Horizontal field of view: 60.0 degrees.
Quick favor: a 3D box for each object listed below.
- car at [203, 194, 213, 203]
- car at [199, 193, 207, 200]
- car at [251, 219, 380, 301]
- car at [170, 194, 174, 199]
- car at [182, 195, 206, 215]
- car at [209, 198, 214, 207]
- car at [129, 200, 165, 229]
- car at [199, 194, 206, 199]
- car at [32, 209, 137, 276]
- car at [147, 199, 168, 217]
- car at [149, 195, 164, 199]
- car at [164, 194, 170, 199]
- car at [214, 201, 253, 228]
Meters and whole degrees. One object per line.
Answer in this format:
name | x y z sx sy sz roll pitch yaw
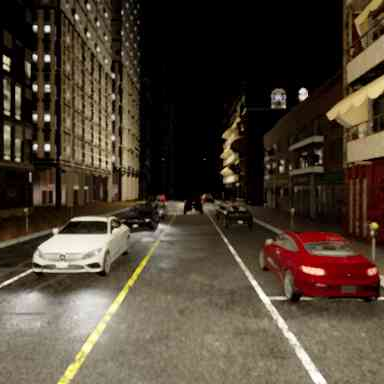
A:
car | 2.738 1.294 54.698 1.802 1.307 4.206 0 0 0
car | 2.762 1.101 83.110 1.752 1.417 4.829 0 0 0
car | 2.748 1.539 7.890 1.802 1.307 4.206 0 0 0
car | -5.614 1.116 88.596 1.947 1.339 4.313 0 0 0
car | 0.127 1.331 32.080 1.837 1.490 4.892 0 0 0
car | 2.715 1.407 26.455 2.008 1.369 4.403 0 0 0
car | -3.074 1.434 20.747 2.033 1.411 5.357 0 0 0
car | 2.767 1.117 88.589 1.947 1.339 4.313 0 0 0
car | -3.093 1.469 10.267 1.812 1.442 4.674 0 0 0
car | -2.977 1.477 26.434 1.895 1.301 4.718 0 0 0
car | -5.647 1.289 49.056 2.008 1.369 4.403 0 0 0
car | -5.638 1.228 60.354 1.887 1.381 4.507 0 0 0
car | 2.709 1.438 20.807 2.008 1.369 4.403 0 0 0
